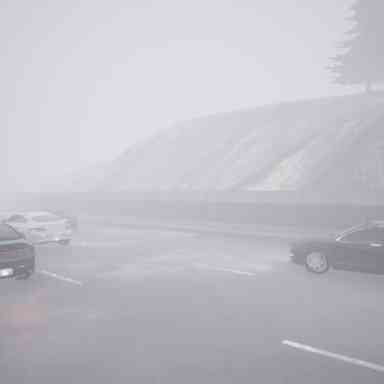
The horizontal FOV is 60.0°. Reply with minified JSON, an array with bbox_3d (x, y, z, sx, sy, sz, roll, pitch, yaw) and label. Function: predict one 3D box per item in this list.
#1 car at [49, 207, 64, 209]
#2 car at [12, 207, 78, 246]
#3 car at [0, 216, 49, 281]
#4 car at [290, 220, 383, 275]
[{"bbox_3d":[-8.946,1.607,21.014,4.181,1.385,1.994,0,0,44],"label":"car"},{"bbox_3d":[-6.925,1.554,14.314,4.674,1.442,1.812,0,0,41],"label":"car"},{"bbox_3d":[-5.975,1.520,8.870,4.892,1.490,1.837,0,0,40],"label":"car"},{"bbox_3d":[5.154,1.538,9.011,4.892,1.490,1.837,0,0,36],"label":"car"}]
